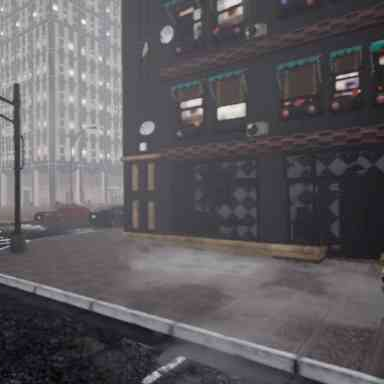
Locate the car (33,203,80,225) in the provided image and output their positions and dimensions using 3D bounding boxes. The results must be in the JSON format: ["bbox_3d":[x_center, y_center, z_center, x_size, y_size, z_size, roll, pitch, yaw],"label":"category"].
[{"bbox_3d":[-9.199,1.505,24.086,1.994,1.385,4.181,-1,0,35],"label":"car"}]

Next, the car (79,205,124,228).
[{"bbox_3d":[-4.439,1.425,20.770,1.947,1.339,4.313,0,1,35],"label":"car"}]
